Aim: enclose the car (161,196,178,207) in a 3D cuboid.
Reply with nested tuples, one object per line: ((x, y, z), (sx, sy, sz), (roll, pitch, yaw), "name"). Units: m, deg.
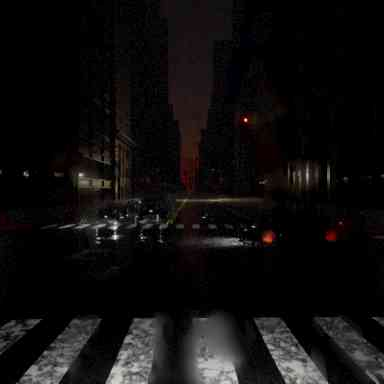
((-3.358, 1.450, 50.499), (2.128, 1.511, 4.902), (0, 0, 0), "car")

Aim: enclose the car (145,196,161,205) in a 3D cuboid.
((-6.588, 1.495, 57.115), (2.033, 1.411, 5.357), (0, 0, 0), "car")

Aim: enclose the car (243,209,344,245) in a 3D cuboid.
((4.386, 1.476, 14.682), (4.181, 1.385, 1.994), (-1, 0, 0), "car")

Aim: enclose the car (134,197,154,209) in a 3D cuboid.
((-6.615, 1.456, 46.460), (2.128, 1.511, 4.902), (0, 0, 0), "car")

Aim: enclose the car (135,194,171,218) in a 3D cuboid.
((-3.364, 1.203, 29.983), (2.150, 2.045, 5.566), (0, 0, 0), "car")

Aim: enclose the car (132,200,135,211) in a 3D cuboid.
((-6.618, 1.575, 37.052), (1.895, 1.301, 4.718), (0, 0, 0), "car")

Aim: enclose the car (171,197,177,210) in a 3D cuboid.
((-3.367, 1.463, 40.077), (2.128, 1.511, 4.902), (0, 0, 0), "car")

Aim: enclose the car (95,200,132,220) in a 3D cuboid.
((-6.632, 1.584, 27.936), (1.895, 1.301, 4.718), (0, 0, 1), "car")
